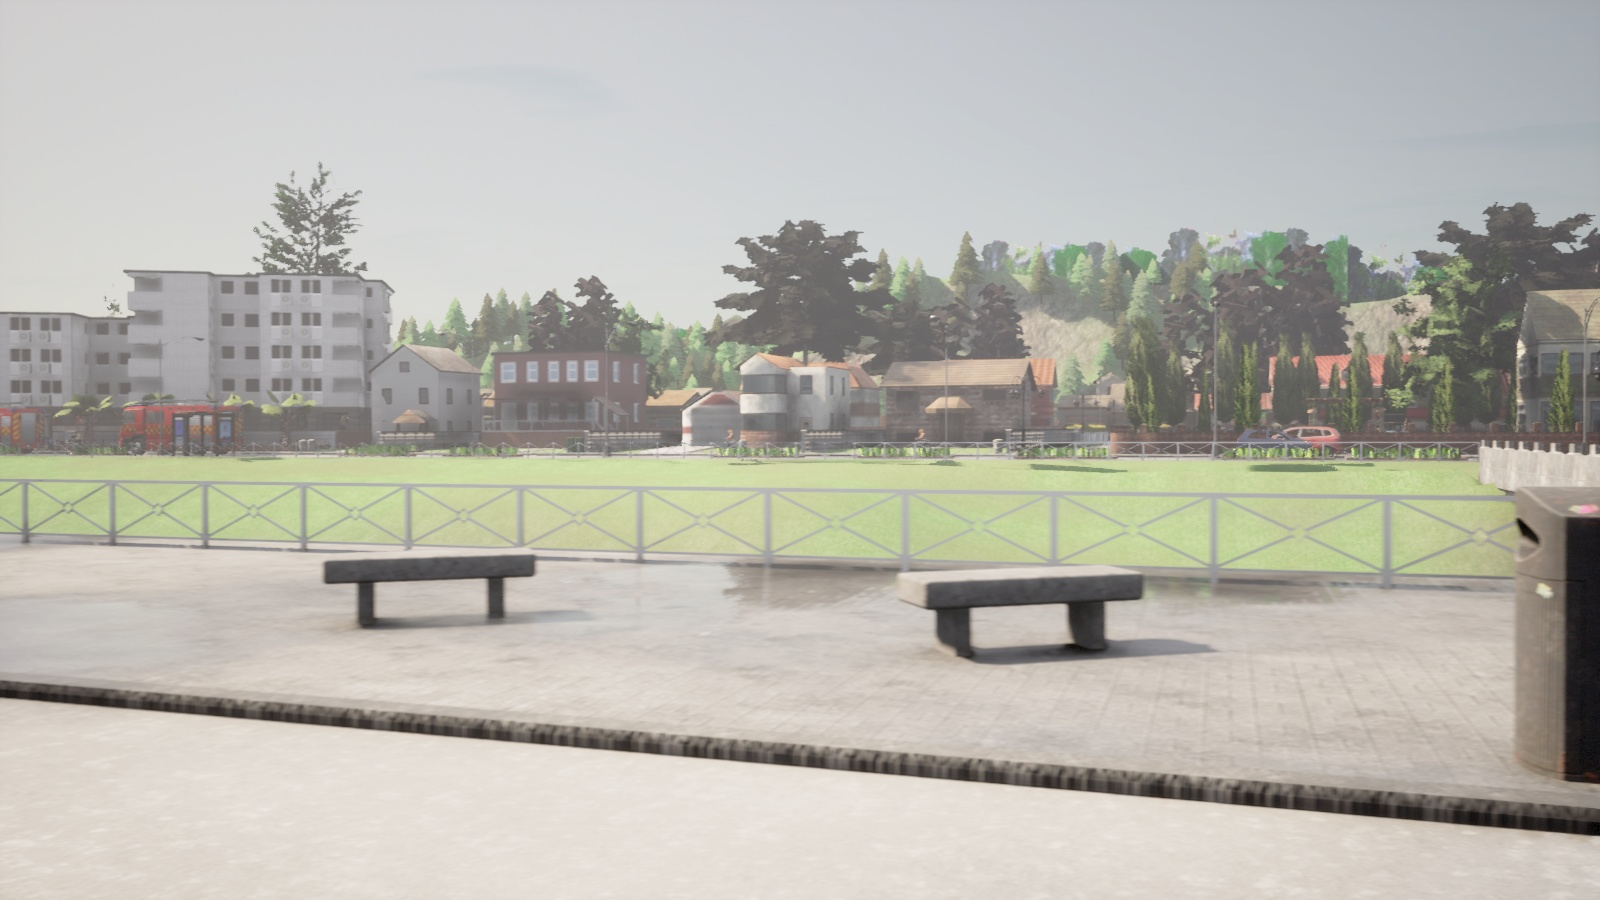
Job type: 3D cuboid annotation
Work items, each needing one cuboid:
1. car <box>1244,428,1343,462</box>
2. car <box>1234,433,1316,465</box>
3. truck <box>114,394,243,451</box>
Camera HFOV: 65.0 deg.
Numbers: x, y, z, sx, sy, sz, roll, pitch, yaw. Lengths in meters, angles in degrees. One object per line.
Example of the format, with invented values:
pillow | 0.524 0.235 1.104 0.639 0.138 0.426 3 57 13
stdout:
car | 25.302 -0.267 64.502 4.611 1.667 2.242 1 1 19
car | 23.049 -0.050 61.042 3.633 1.501 1.845 1 1 19
truck | -43.353 -1.904 87.601 8.468 3.827 2.891 0 1 19
